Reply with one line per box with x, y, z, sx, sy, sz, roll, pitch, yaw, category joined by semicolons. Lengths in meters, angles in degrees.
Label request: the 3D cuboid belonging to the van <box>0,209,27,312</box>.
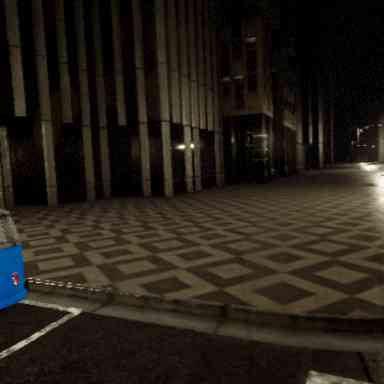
-4.552;1.132;5.203;3.998;1.788;1.690;-1;5;24;van
